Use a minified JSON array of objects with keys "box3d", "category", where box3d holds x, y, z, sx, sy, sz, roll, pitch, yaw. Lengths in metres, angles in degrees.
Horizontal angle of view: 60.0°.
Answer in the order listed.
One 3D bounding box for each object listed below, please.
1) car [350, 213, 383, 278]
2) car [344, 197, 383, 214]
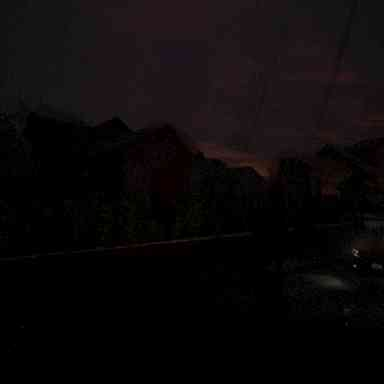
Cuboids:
[{"box3d":[6.400,1.477,9.314,5.008,1.535,1.882,0,0,-35],"category":"car"},{"box3d":[14.848,1.174,28.425,1.845,1.501,3.633,0,0,-39],"category":"car"}]
